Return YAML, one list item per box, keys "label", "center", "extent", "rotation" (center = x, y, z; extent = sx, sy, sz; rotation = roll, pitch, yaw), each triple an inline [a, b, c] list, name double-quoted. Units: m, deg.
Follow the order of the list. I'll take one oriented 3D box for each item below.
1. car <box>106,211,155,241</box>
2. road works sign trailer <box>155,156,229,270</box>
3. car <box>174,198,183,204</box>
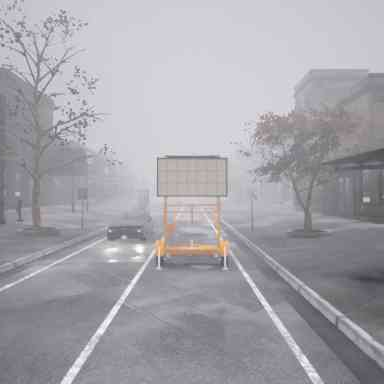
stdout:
- label: "car"
  center: [-3.093, 1.711, 17.835]
  extent: [2.033, 1.411, 5.357]
  rotation: [0, -1, 0]
- label: "road works sign trailer"
  center: [0.005, 0.562, 11.408]
  extent: [2.380, 3.560, 2.880]
  rotation: [0, -1, 0]
- label: "car"
  center: [-2.971, 2.088, 74.684]
  extent: [1.837, 1.490, 4.892]
  rotation: [0, 0, 0]
